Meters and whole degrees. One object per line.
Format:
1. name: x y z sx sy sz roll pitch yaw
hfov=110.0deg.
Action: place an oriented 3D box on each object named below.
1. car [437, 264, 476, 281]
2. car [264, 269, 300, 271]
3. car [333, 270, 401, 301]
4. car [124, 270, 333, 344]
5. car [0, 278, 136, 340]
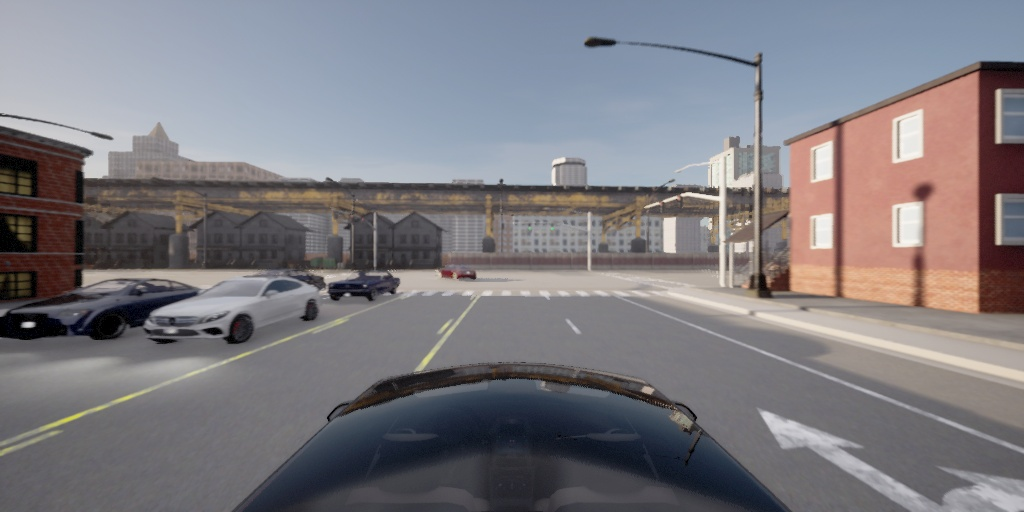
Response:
1. car: -4.880 1.346 31.194 1.994 1.385 4.181 0 0 -39
2. car: -10.539 1.299 16.343 2.033 1.411 5.357 0 0 0
3. car: -7.029 1.361 17.527 1.895 1.301 4.718 0 0 0
4. car: -7.019 1.275 9.710 1.812 1.442 4.674 0 0 0
5. car: -10.518 1.308 9.791 1.994 1.385 4.181 0 0 0
